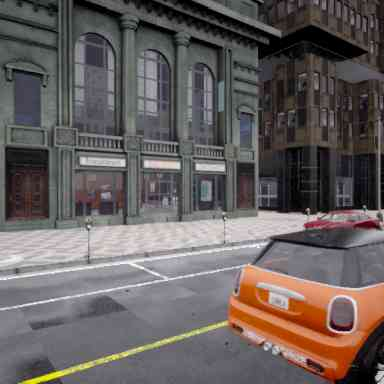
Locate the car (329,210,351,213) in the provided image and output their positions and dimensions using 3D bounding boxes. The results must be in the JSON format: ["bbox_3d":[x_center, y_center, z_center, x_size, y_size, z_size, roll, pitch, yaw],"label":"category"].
[{"bbox_3d":[6.996,1.547,15.505,4.507,1.381,1.887,0,0,-35],"label":"car"}]

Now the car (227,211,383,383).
[{"bbox_3d":[2.789,1.352,5.304,4.553,1.767,2.097,0,0,-35],"label":"car"}]
